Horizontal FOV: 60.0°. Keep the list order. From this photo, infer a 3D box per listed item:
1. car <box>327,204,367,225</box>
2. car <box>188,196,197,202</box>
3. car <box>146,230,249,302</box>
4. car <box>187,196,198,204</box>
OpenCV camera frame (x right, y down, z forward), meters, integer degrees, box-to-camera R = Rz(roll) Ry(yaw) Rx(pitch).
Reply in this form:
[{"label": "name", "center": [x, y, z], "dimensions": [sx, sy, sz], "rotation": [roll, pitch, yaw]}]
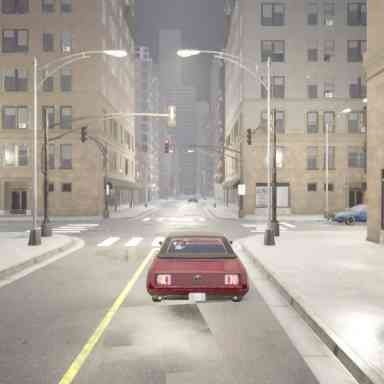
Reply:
[{"label": "car", "center": [12.194, 1.512, 22.796], "dimensions": [5.357, 1.411, 2.033], "rotation": [0, 0, 3]}, {"label": "car", "center": [0.085, 1.567, 75.116], "dimensions": [1.895, 1.301, 4.718], "rotation": [0, 0, 0]}, {"label": "car", "center": [0.092, 1.601, 8.203], "dimensions": [1.895, 1.301, 4.718], "rotation": [0, 0, 0]}, {"label": "car", "center": [0.169, 1.507, 65.188], "dimensions": [1.812, 1.442, 4.674], "rotation": [0, 0, 0]}]
